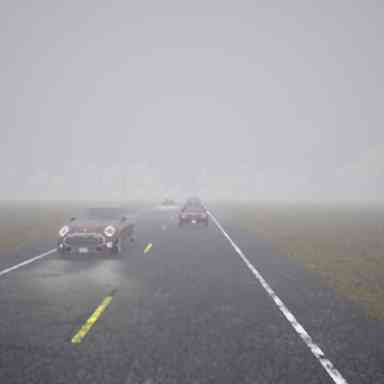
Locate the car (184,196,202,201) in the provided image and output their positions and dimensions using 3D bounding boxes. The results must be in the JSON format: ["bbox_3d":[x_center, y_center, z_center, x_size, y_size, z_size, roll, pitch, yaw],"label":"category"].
[{"bbox_3d":[0.127,1.268,41.796,2.097,1.767,4.553,0,0,0],"label":"car"}]

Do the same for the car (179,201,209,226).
[{"bbox_3d":[0.115,1.555,22.987,1.895,1.301,4.718,0,0,0],"label":"car"}]

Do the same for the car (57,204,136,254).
[{"bbox_3d":[-3.590,1.325,13.261,2.097,1.767,4.553,0,0,0],"label":"car"}]

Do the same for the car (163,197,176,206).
[{"bbox_3d":[-3.529,1.496,52.404,1.895,1.301,4.718,0,0,1],"label":"car"}]
